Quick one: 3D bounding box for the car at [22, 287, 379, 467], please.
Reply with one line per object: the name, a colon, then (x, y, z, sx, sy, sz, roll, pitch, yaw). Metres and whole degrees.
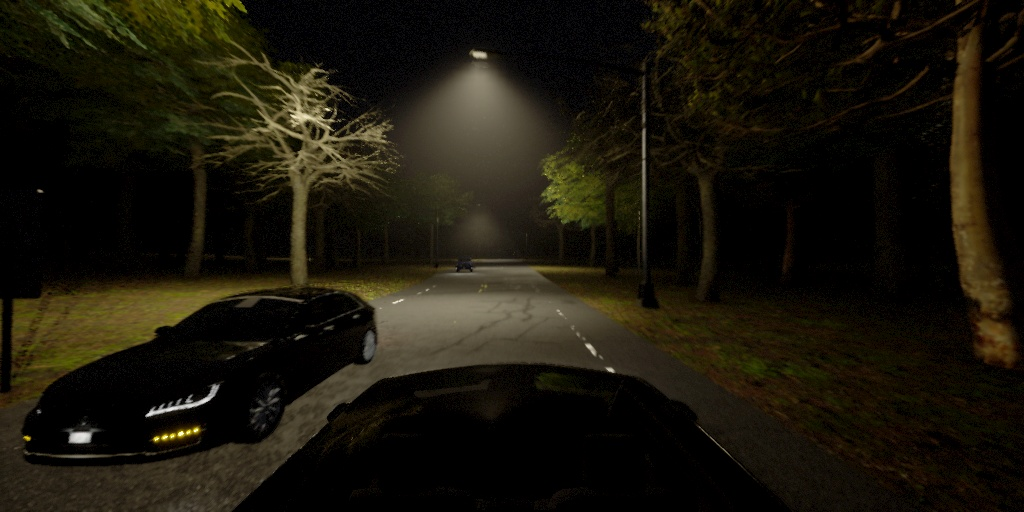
car: (-3.607, 1.288, 5.424, 1.837, 1.490, 4.892, 0, -1, 0)

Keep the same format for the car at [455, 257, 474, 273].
car: (-6.311, 1.129, 48.036, 2.150, 2.045, 5.566, 0, 0, -5)
